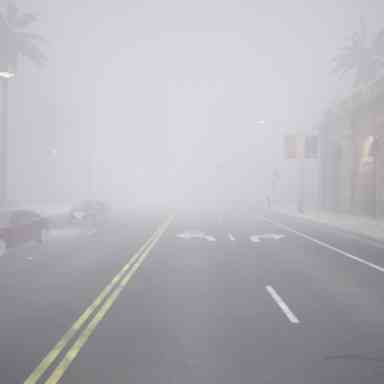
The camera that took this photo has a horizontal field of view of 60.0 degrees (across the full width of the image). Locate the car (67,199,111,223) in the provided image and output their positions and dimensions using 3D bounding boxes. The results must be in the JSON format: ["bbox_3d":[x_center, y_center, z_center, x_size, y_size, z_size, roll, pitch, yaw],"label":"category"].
[{"bbox_3d":[-6.955,1.257,22.951,2.128,1.511,4.902,0,1,1],"label":"car"}]

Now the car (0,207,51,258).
[{"bbox_3d":[-7.067,1.355,12.351,1.882,1.535,5.008,0,1,1],"label":"car"}]
